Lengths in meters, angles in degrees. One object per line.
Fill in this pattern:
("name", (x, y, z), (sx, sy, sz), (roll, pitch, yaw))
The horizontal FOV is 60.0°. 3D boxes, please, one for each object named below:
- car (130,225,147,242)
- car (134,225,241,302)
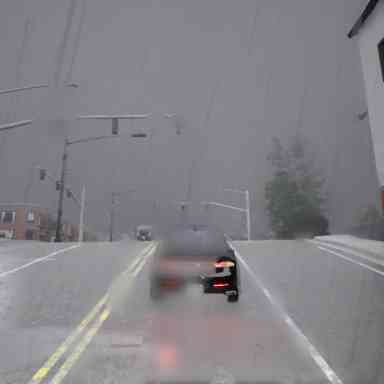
("car", (-3.606, 3.694, 27.486), (2.150, 2.045, 5.566), (0, -14, 0))
("car", (0.076, 1.595, 8.501), (2.128, 1.511, 4.902), (0, -1, 0))
